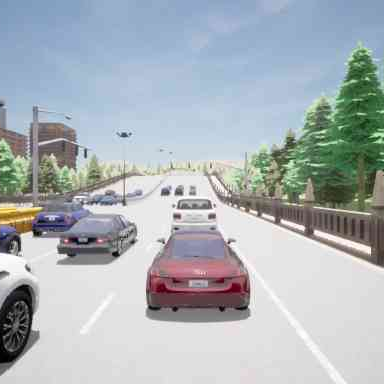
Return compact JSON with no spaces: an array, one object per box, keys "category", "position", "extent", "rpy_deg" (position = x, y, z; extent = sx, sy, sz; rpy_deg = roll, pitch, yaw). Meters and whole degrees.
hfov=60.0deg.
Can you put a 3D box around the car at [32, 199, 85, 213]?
[{"category":"car","position":[-15.055,1.547,37.556],"extent":[5.357,1.411,2.033],"rpy_deg":[0,0,-27]}]

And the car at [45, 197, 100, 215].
[{"category":"car","position":[-6.935,1.352,18.492],"extent":[2.097,1.767,4.553],"rpy_deg":[0,0,-1]}]

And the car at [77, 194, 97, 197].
[{"category":"car","position":[-17.505,1.484,57.110],"extent":[2.128,1.511,4.902],"rpy_deg":[0,0,1]}]

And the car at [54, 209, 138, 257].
[{"category":"car","position":[-3.394,1.547,12.912],"extent":[2.033,1.411,5.357],"rpy_deg":[0,0,0]}]

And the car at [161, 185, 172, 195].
[{"category":"car","position":[-6.831,-0.331,86.533],"extent":[2.150,2.045,5.566],"rpy_deg":[0,7,0]}]

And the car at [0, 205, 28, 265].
[{"category":"car","position":[-6.892,1.352,9.562],"extent":[2.097,1.767,4.553],"rpy_deg":[0,0,0]}]

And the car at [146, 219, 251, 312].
[{"category":"car","position":[0.109,1.564,7.803],"extent":[1.994,1.385,4.181],"rpy_deg":[0,0,0]}]

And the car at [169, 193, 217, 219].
[{"category":"car","position":[0.115,1.222,17.210],"extent":[2.150,2.045,5.566],"rpy_deg":[0,0,0]}]

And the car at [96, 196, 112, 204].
[{"category":"car","position":[-17.444,1.499,66.244],"extent":[1.895,1.301,4.718],"rpy_deg":[0,2,0]}]

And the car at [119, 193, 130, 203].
[{"category":"car","position":[-13.963,1.448,65.362],"extent":[1.812,1.442,4.674],"rpy_deg":[0,1,0]}]

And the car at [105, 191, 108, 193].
[{"category":"car","position":[-20.914,1.101,73.879],"extent":[2.033,1.411,5.357],"rpy_deg":[0,3,0]}]

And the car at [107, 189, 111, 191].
[{"category":"car","position":[-20.846,0.179,84.219],"extent":[1.882,1.535,5.008],"rpy_deg":[0,6,0]}]

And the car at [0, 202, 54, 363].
[{"category":"car","position":[-3.396,1.221,2.721],"extent":[2.150,2.045,5.566],"rpy_deg":[0,0,0]}]

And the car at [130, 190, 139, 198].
[{"category":"car","position":[-13.905,0.943,75.236],"extent":[1.882,1.535,5.008],"rpy_deg":[0,3,0]}]

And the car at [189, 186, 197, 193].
[{"category":"car","position":[0.168,-0.022,86.368],"extent":[2.128,1.511,4.902],"rpy_deg":[0,7,0]}]

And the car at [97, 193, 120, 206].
[{"category":"car","position":[-14.016,1.471,56.054],"extent":[1.882,1.535,5.008],"rpy_deg":[0,0,0]}]

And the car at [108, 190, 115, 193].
[{"category":"car","position":[-17.398,1.002,76.188],"extent":[1.895,1.301,4.718],"rpy_deg":[0,3,0]}]

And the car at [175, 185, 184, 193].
[{"category":"car","position":[-3.334,-0.282,85.970],"extent":[2.150,2.045,5.566],"rpy_deg":[0,7,0]}]

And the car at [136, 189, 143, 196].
[{"category":"car","position":[-13.839,0.049,85.362],"extent":[1.882,1.535,5.008],"rpy_deg":[0,6,0]}]

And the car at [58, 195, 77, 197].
[{"category":"car","position":[-21.081,1.351,54.206],"extent":[2.097,1.767,4.553],"rpy_deg":[0,0,2]}]
